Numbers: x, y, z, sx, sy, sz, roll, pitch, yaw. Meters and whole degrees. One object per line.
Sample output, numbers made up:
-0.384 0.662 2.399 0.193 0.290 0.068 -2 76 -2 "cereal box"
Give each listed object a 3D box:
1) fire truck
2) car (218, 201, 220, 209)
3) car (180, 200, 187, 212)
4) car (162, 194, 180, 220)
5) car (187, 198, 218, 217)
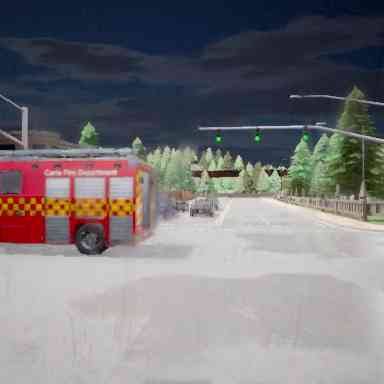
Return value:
-5.778 0.342 13.299 8.468 3.827 2.891 0 0 8 "fire truck"
2.482 1.504 41.855 1.837 1.490 4.892 0 0 8 "car"
-1.585 1.564 38.124 1.994 1.385 4.181 0 0 8 "car"
-2.851 1.221 28.812 2.150 2.045 5.566 0 0 8 "car"
1.100 1.477 31.779 1.882 1.535 5.008 0 0 8 "car"
